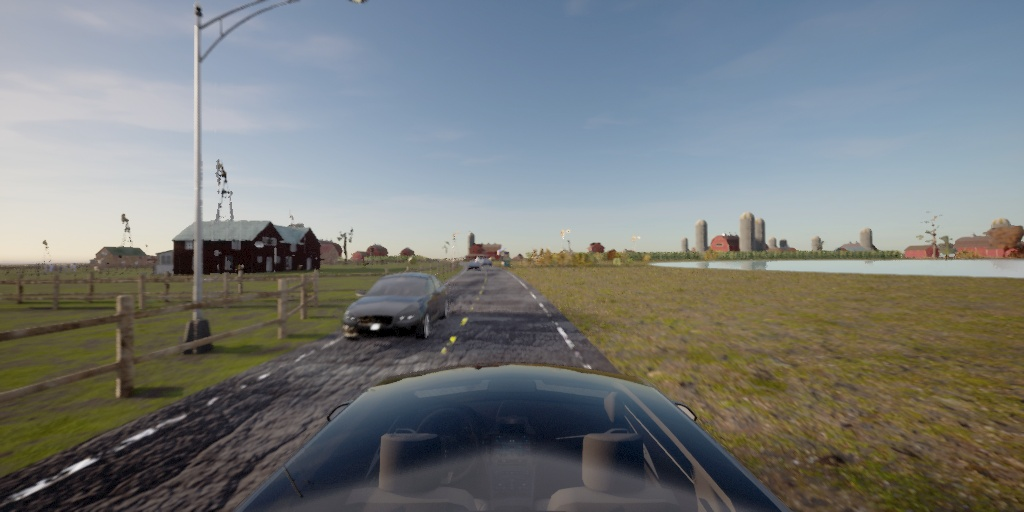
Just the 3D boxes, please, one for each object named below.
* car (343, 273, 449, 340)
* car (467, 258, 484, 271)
[{"bbox_3d":[-2.956,1.265,10.045,1.837,1.490,4.892,0,0,-1],"label":"car"},{"bbox_3d":[-5.395,1.379,51.543,2.033,1.411,5.357,1,0,-5],"label":"car"}]
